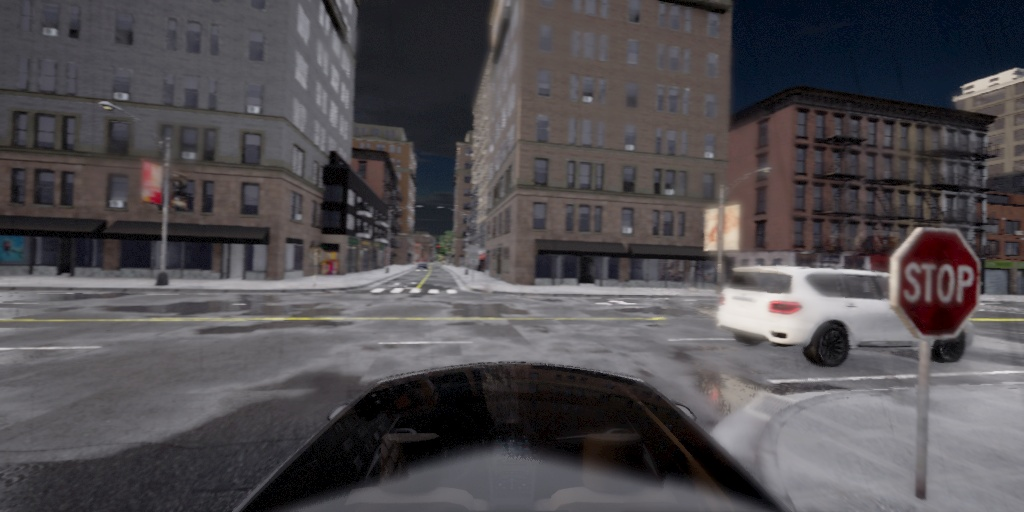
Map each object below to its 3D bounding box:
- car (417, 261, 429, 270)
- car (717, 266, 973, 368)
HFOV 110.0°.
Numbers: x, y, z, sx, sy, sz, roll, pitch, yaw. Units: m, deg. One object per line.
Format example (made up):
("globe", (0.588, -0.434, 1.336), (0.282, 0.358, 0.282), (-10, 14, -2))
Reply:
("car", (-15.514, 1.638, 62.139), (2.033, 1.411, 5.357), (2, -1, -13))
("car", (7.835, 1.315, 8.634), (5.566, 2.045, 2.150), (2, -1, -11))
